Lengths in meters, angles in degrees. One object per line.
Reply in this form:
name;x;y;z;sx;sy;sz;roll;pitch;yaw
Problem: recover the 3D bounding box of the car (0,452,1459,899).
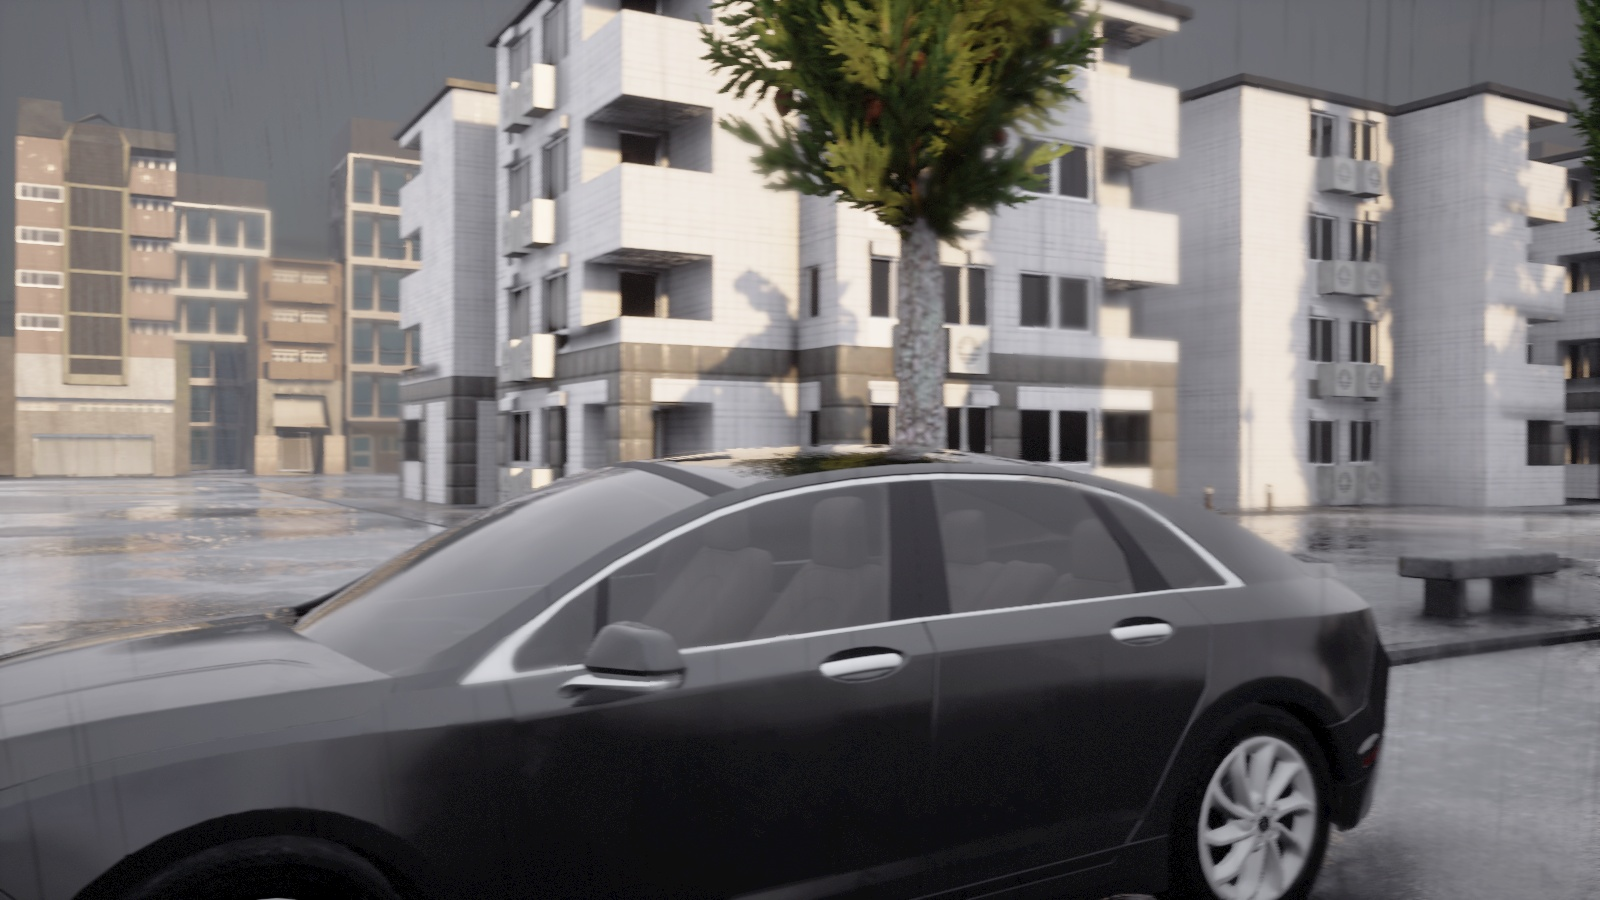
car;-0.301;0.756;3.910;4.892;1.490;1.837;0;0;-30
